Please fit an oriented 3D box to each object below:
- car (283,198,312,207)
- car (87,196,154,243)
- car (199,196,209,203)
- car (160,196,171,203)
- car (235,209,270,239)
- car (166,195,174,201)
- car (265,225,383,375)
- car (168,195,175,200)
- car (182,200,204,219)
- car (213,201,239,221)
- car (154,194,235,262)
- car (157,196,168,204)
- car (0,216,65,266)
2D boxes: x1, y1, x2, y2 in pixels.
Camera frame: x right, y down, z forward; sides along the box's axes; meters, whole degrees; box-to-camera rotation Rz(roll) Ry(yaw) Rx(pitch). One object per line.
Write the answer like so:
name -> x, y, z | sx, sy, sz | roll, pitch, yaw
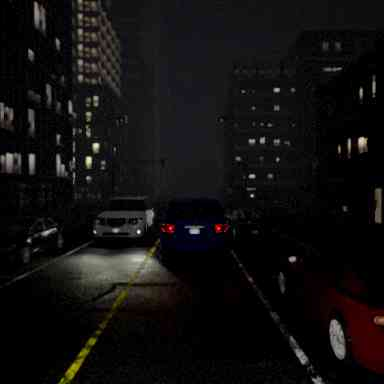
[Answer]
car -> 16.285, 1.616, 51.391 | 4.403, 1.369, 2.008 | 0, 0, 1
car -> -3.107, 1.215, 16.314 | 2.150, 2.045, 5.566 | 0, 0, 0
car -> 2.636, 1.532, 71.859 | 2.008, 1.369, 4.403 | -1, 0, 0
car -> -5.743, 1.548, 71.854 | 1.947, 1.339, 4.313 | -1, 0, 0
car -> 2.799, 1.545, 16.961 | 2.008, 1.369, 4.403 | -1, 0, 0
car -> -5.753, 1.525, 88.818 | 1.887, 1.381, 4.507 | -1, 0, 0
car -> 2.744, 1.543, 5.673 | 1.887, 1.381, 4.507 | -1, 0, 0
car -> -5.756, 1.561, 94.472 | 1.802, 1.307, 4.206 | -1, 0, 0
car -> 0.078, 1.516, 29.951 | 1.812, 1.442, 4.674 | 0, 0, 0
car -> 2.791, 1.516, 28.420 | 1.752, 1.417, 4.829 | -1, 0, 0
car -> 0.086, 1.218, 12.241 | 2.150, 2.045, 5.566 | 0, 0, 0
car -> -5.740, 1.508, 66.030 | 1.752, 1.417, 4.829 | -1, 0, 0
car -> -5.811, 1.547, 11.369 | 2.008, 1.369, 4.403 | -1, 0, 0
